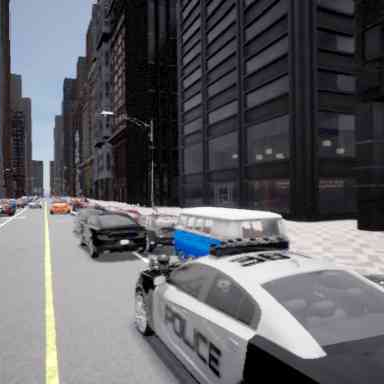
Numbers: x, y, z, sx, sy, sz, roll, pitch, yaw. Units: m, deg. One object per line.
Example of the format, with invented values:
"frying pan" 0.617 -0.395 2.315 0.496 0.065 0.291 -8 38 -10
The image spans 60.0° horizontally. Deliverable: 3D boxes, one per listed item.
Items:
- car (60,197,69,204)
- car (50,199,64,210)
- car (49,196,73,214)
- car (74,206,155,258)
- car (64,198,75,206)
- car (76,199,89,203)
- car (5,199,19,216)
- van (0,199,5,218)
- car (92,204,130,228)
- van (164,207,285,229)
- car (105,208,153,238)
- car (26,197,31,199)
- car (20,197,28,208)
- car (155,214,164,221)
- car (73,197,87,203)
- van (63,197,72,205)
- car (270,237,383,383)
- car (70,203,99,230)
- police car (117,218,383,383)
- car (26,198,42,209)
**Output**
"car" -31.088 2.091 81.098 1.967 1.590 4.097 -1 0 -24
"car" -20.648 1.909 50.633 1.837 1.490 4.892 -1 0 -24
"car" -15.813 1.658 39.765 2.097 1.767 4.553 -1 0 -23
"car" -3.326 1.548 13.361 1.882 1.535 5.008 -1 0 -26
"car" -24.324 2.030 65.787 1.752 1.417 4.829 -1 0 -24
"car" -10.592 1.767 34.698 1.887 1.381 4.507 -1 0 -24
"car" -20.664 1.677 36.395 2.192 1.841 5.009 -1 0 -24
"van" -16.109 1.614 26.084 1.690 1.788 3.998 -1 0 -24
"car" -6.037 1.684 24.387 2.008 1.369 4.403 -1 0 -24
"van" 0.792 1.346 8.921 1.690 1.788 3.998 -1 0 -24
"car" -3.760 1.671 19.232 1.802 1.307 4.206 -1 0 -24
"car" -34.324 2.213 67.330 1.947 1.339 4.313 -1 0 -24
"car" -29.770 2.095 57.019 1.887 1.381 4.507 -1 0 -24
"car" -1.483 1.598 14.076 2.008 1.369 4.403 -1 0 -24
"car" -15.150 1.628 45.009 2.192 1.841 5.009 -1 0 -24
"van" -26.536 1.893 70.787 1.690 1.788 3.998 -1 0 -24
"car" 3.072 1.515 3.765 2.008 1.369 4.403 -1 0 -24
"car" -5.655 1.620 18.915 1.837 1.490 4.892 -1 0 -24
"police car" 0.661 1.423 4.307 1.930 1.638 5.238 -1 0 -26
"car" -25.894 2.091 55.088 1.895 1.301 4.718 -1 0 -24
